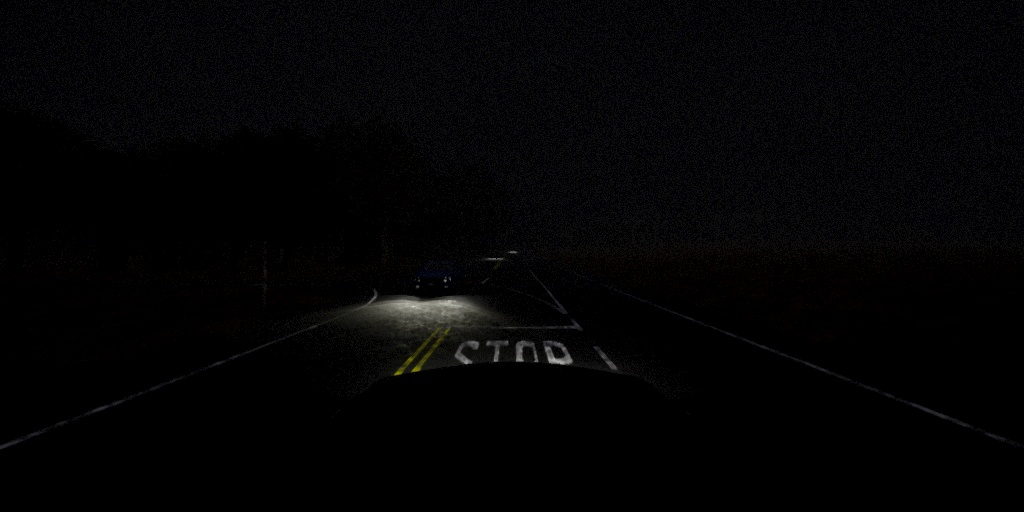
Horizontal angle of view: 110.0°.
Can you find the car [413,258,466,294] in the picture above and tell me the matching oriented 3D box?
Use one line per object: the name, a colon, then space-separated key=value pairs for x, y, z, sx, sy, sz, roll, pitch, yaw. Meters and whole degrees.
car: x=-3.501 y=0.881 z=17.931 sx=1.882 sy=1.535 sz=5.008 roll=0 pitch=2 yaw=0
